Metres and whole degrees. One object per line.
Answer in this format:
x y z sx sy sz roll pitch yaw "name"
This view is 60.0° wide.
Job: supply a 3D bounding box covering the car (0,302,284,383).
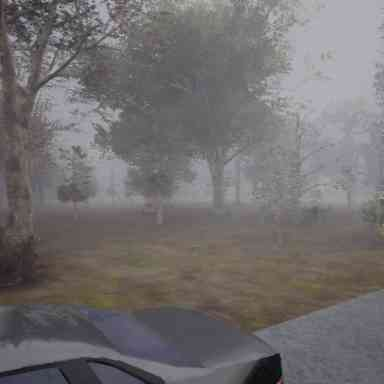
-1.700 1.547 1.840 5.357 1.411 2.033 0 0 -35 "car"
